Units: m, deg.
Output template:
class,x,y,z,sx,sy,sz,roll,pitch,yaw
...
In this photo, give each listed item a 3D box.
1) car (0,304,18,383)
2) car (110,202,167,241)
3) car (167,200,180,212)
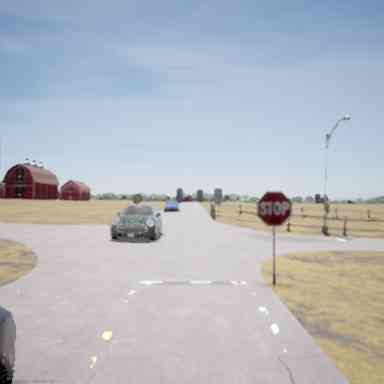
class,x,y,z,sx,sy,sz,roll,pitch,yaw
car,-2.746,1.542,1.563,1.837,1.490,4.892,0,0,0
car,-2.680,1.407,17.050,2.097,1.767,4.553,2,-2,0
car,-2.650,1.905,44.482,1.882,1.535,5.008,0,1,0
